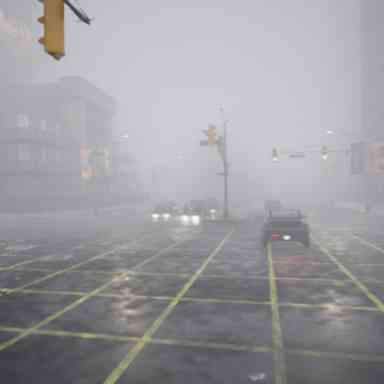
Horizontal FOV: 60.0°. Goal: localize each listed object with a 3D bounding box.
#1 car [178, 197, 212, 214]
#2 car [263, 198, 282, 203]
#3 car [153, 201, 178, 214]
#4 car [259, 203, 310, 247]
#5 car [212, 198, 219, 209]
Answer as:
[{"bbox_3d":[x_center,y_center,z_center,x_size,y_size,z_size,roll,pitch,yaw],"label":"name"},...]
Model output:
[{"bbox_3d":[0.417,1.543,36.105,2.128,1.511,4.902,-1,0,13],"label":"car"},{"bbox_3d":[9.051,1.387,37.528,2.128,1.511,4.902,-1,0,12],"label":"car"},{"bbox_3d":[-2.850,1.677,37.490,1.994,1.385,4.181,-1,0,13],"label":"car"},{"bbox_3d":[4.076,1.455,14.877,1.837,1.490,4.892,-1,0,12],"label":"car"},{"bbox_3d":[2.455,1.534,45.350,1.837,1.490,4.892,-1,0,13],"label":"car"}]
